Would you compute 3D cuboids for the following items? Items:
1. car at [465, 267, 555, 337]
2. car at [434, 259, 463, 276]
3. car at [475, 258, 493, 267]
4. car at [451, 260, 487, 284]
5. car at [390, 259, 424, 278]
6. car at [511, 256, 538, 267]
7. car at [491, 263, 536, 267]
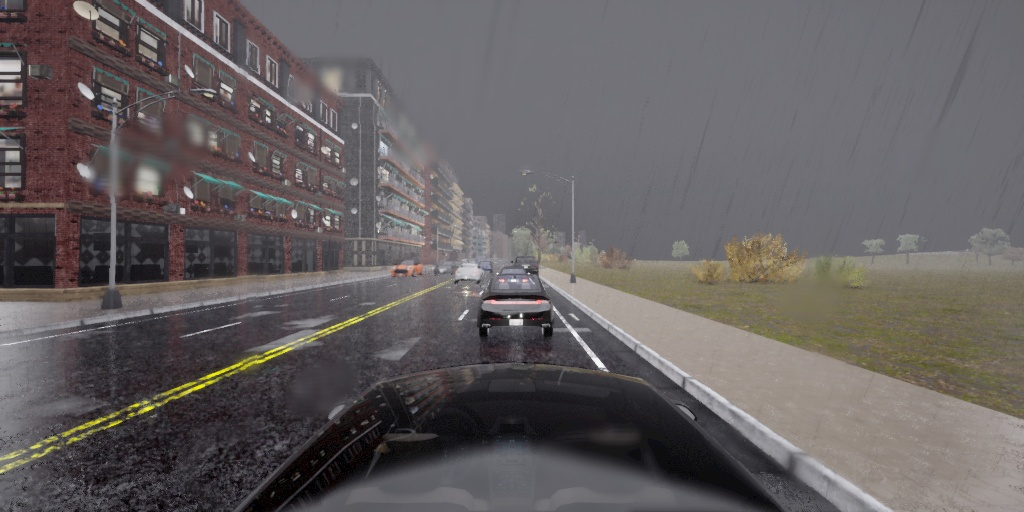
[{"bbox_3d":[0.087,1.243,10.292,2.128,1.511,4.902,0,0,0],"label":"car"},{"bbox_3d":[-6.660,1.245,36.539,2.128,1.511,4.902,0,0,0],"label":"car"},{"bbox_3d":[-3.219,1.301,44.149,2.033,1.411,5.357,0,0,0],"label":"car"},{"bbox_3d":[-3.194,1.279,27.279,1.812,1.442,4.674,0,0,0],"label":"car"},{"bbox_3d":[-9.906,1.106,34.106,2.097,1.767,4.553,0,0,0],"label":"car"},{"bbox_3d":[1.088,0.979,30.944,2.150,2.045,5.566,0,0,0],"label":"car"},{"bbox_3d":[0.072,1.300,20.732,2.033,1.411,5.357,0,0,0],"label":"car"}]
